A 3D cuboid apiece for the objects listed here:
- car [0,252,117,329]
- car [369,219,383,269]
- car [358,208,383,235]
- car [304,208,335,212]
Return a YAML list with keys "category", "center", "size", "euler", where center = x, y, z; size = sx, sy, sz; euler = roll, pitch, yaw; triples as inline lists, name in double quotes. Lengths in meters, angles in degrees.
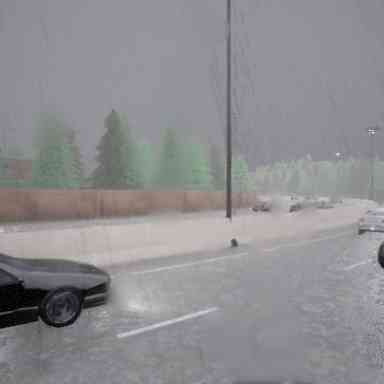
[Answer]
- category: "car"
  center: [-4.009, 1.570, 5.273]
  size: [5.357, 1.411, 2.033]
  euler: [0, 0, -36]
- category: "car"
  center: [7.337, 1.589, 10.129]
  size: [4.181, 1.385, 1.994]
  euler: [0, 0, -42]
- category: "car"
  center: [10.532, 1.574, 18.170]
  size: [1.812, 1.442, 4.674]
  euler: [0, 0, 43]
- category: "car"
  center: [11.627, 1.634, 30.407]
  size: [2.033, 1.411, 5.357]
  euler: [0, 0, 37]
